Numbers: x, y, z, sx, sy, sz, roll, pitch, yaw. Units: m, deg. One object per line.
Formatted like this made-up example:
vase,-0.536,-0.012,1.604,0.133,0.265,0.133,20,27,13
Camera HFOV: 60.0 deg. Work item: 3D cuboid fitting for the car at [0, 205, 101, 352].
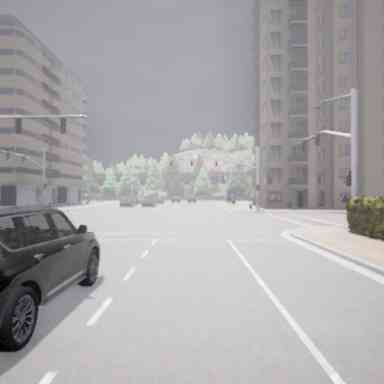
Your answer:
car,-3.456,1.253,6.358,2.150,2.045,5.566,0,0,1

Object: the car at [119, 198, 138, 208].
car,-10.555,1.760,54.407,1.837,1.490,4.892,0,0,0

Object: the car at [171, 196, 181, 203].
car,-3.502,1.707,73.440,1.812,1.442,4.674,0,0,0

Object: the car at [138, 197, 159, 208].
car,-7.056,1.760,54.435,1.837,1.490,4.892,0,0,0

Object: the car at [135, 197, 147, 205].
car,-10.502,1.844,69.332,1.812,1.442,4.674,0,0,0

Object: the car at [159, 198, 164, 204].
car,-7.002,1.872,69.346,1.994,1.385,4.181,0,0,0

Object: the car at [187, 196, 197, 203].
car,-0.002,1.708,73.440,2.128,1.511,4.902,0,0,0
